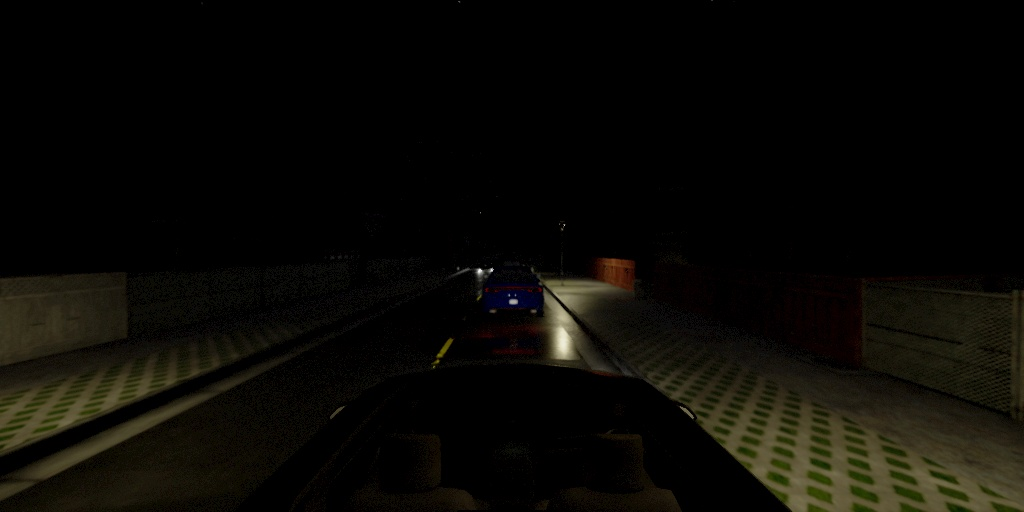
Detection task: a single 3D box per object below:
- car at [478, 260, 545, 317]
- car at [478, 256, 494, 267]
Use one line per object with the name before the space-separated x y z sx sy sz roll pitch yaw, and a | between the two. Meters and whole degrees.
car | 0.023 1.081 12.472 1.882 1.535 5.008 0 1 0
car | -2.933 0.727 41.960 1.812 1.442 4.674 0 1 0
